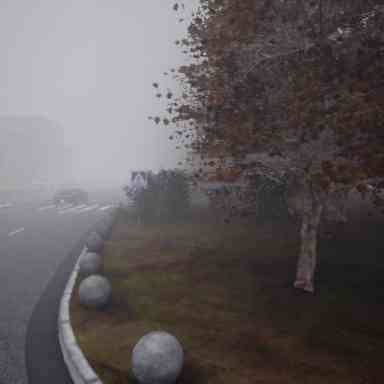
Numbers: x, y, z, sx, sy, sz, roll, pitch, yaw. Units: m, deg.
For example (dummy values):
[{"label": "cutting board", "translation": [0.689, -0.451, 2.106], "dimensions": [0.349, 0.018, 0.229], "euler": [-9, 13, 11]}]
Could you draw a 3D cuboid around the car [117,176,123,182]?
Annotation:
[{"label": "car", "translation": [-21.672, -3.431, 93.023], "dimensions": [1.946, 1.575, 5.366], "euler": [0, 3, 1]}]

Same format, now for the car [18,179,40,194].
[{"label": "car", "translation": [-22.424, -0.565, 43.385], "dimensions": [1.946, 1.575, 5.366], "euler": [0, 3, 1]}]

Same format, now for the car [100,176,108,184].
[{"label": "car", "translation": [-21.917, -2.740, 76.744], "dimensions": [2.435, 2.045, 5.566], "euler": [0, 3, 1]}]

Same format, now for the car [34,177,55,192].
[{"label": "car", "translation": [-22.332, -1.148, 49.169], "dimensions": [2.435, 2.045, 5.566], "euler": [0, 3, 1]}]

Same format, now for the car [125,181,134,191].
[{"label": "car", "translation": [-7.421, -0.409, 44.045], "dimensions": [1.994, 1.385, 4.181], "euler": [0, 3, 2]}]

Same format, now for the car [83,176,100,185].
[{"label": "car", "translation": [-22.001, -2.171, 71.278], "dimensions": [2.231, 1.521, 4.892], "euler": [0, 3, 1]}]

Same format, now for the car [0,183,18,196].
[{"label": "car", "translation": [-22.507, -0.247, 37.870], "dimensions": [1.946, 1.575, 5.366], "euler": [0, 3, 1]}]

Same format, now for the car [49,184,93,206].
[{"label": "car", "translation": [-10.748, 0.341, 29.910], "dimensions": [1.837, 1.490, 4.892], "euler": [0, 3, -1]}]

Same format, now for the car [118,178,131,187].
[{"label": "car", "translation": [-10.418, -1.106, 55.234], "dimensions": [1.812, 1.442, 4.674], "euler": [0, 3, 1]}]

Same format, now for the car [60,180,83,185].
[{"label": "car", "translation": [-22.172, -1.504, 60.212], "dimensions": [2.163, 1.488, 4.792], "euler": [0, 3, 1]}]

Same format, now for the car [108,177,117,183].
[{"label": "car", "translation": [-21.832, -3.031, 86.164], "dimensions": [2.231, 1.521, 4.892], "euler": [0, 3, 2]}]
